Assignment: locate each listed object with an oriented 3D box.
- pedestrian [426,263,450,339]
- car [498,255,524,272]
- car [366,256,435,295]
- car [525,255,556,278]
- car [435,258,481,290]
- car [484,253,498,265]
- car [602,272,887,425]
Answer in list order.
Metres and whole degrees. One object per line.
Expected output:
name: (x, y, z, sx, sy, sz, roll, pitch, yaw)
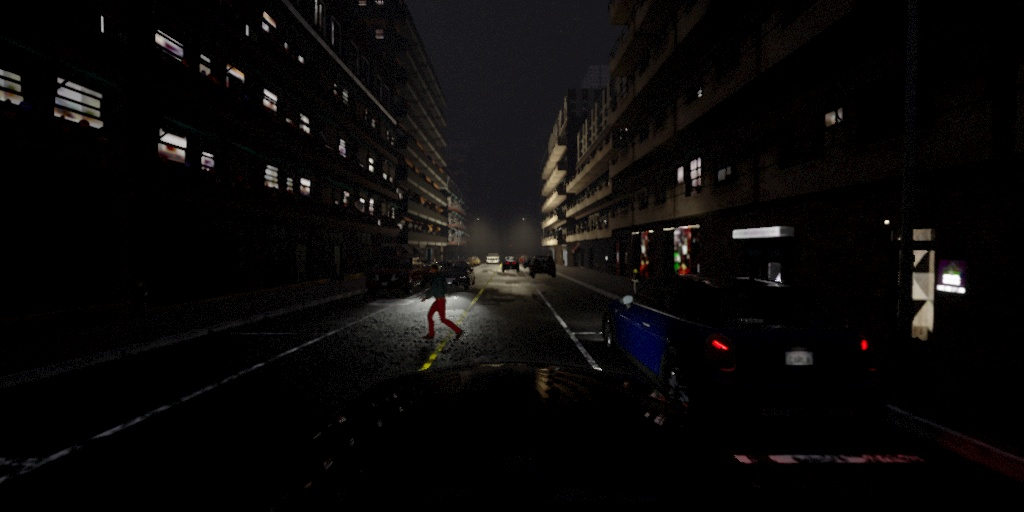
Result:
pedestrian: (-1.690, 0.991, 8.219, 0.375, 1.860, 0.375, -1, 1, -5)
car: (-0.129, 0.938, 38.993, 2.128, 1.511, 4.902, 0, 1, 0)
car: (-5.792, 0.925, 18.758, 2.192, 1.841, 5.009, 0, 0, 0)
car: (2.520, 0.831, 30.104, 2.192, 1.841, 5.009, 0, 0, 0)
car: (-3.211, 1.085, 20.814, 2.128, 1.511, 4.902, 0, 0, 0)
car: (-3.374, 0.522, 63.969, 2.150, 2.045, 5.566, 0, 0, 0)
car: (2.977, 1.066, 5.860, 2.097, 1.767, 4.553, 0, 0, 0)
